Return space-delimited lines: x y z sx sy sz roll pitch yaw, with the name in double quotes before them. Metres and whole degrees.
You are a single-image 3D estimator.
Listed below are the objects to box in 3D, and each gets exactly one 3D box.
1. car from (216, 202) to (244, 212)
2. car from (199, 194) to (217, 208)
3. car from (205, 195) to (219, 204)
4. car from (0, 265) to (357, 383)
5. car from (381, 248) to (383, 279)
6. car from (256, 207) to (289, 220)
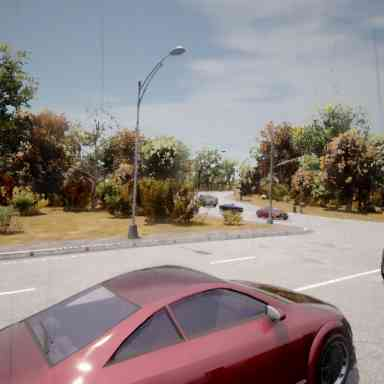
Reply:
"car" 5.515 2.249 46.913 1.895 1.301 4.718 3 0 -18
"car" 2.642 1.531 57.424 2.150 2.045 5.566 3 2 -12
"car" 4.118 1.453 70.031 2.128 1.511 4.902 2 2 -6
"car" -0.004 1.572 3.744 4.181 1.385 1.994 0 0 -36
"car" 7.017 1.488 8.798 4.553 1.767 2.097 2 -1 -35
"car" 9.031 2.356 37.634 1.994 1.385 4.181 3 -1 -22
